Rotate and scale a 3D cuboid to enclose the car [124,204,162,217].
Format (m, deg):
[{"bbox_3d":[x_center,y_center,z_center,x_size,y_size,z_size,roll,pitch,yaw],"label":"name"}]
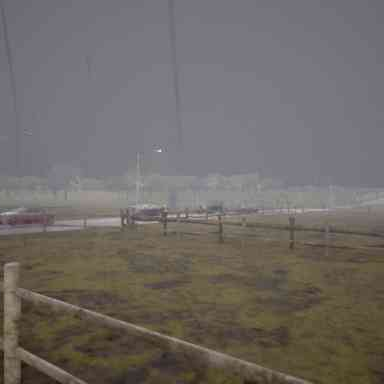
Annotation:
[{"bbox_3d":[-5.099,2.039,35.760,2.128,1.511,4.902,1,-1,35],"label":"car"}]

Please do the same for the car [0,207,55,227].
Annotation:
[{"bbox_3d":[-12.594,1.822,25.134,1.994,1.385,4.181,1,0,36],"label":"car"}]

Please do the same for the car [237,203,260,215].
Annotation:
[{"bbox_3d":[8.586,2.442,50.075,2.097,1.767,4.553,1,-1,35],"label":"car"}]

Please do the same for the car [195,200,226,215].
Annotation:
[{"bbox_3d":[2.691,2.103,46.761,2.150,2.045,5.566,1,-1,36],"label":"car"}]
